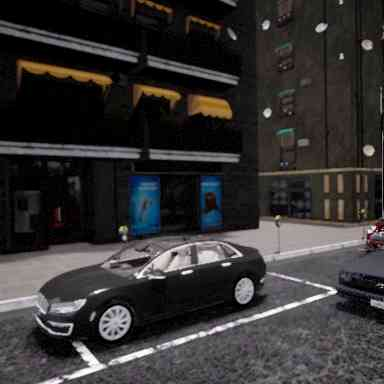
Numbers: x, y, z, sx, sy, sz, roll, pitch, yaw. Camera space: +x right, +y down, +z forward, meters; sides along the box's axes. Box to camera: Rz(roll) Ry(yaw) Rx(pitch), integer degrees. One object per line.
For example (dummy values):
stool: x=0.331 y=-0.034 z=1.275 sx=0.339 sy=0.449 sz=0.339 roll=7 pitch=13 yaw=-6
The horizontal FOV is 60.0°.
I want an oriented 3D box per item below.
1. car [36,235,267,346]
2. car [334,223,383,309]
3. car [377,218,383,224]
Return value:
car: x=-0.495 y=1.532 z=6.222 sx=4.403 sy=1.369 sz=2.008 roll=0 pitch=-1 yaw=-35
car: x=5.336 y=1.495 z=7.178 sx=5.357 sy=1.411 sz=2.033 roll=0 pitch=0 yaw=-35
car: x=8.310 y=1.353 z=12.498 sx=4.097 sy=1.590 sz=1.967 roll=0 pitch=-1 yaw=-35
